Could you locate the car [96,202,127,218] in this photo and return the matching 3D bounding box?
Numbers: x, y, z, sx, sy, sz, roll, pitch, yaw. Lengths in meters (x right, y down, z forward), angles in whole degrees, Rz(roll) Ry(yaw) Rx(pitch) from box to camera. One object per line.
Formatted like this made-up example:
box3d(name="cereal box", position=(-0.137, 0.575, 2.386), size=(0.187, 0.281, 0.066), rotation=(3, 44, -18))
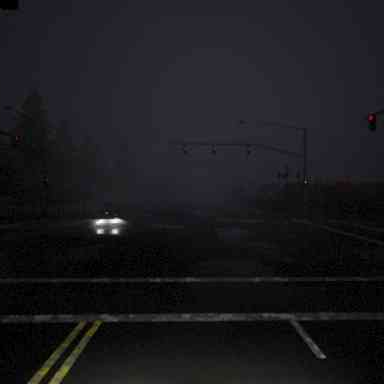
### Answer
box3d(name="car", position=(-6.951, 1.542, 29.065), size=(1.994, 1.385, 4.181), rotation=(0, 0, 0))
